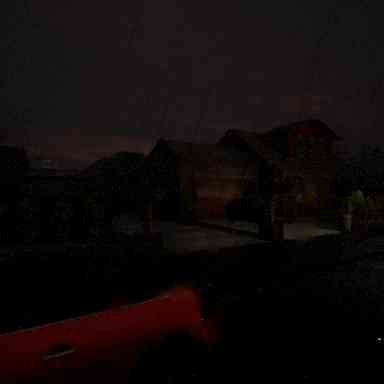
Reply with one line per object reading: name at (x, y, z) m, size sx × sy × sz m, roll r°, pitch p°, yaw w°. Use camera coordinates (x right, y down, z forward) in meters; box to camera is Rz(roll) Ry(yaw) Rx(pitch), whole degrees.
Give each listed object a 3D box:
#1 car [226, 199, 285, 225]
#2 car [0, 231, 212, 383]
car at (3.841, 1.176, 20.205) m, size 1.845 × 1.501 × 3.633 m, roll 0°, pitch 0°, yaw -38°
car at (-2.063, 1.352, 3.132) m, size 4.553 × 1.767 × 2.097 m, roll 0°, pitch 0°, yaw -36°
